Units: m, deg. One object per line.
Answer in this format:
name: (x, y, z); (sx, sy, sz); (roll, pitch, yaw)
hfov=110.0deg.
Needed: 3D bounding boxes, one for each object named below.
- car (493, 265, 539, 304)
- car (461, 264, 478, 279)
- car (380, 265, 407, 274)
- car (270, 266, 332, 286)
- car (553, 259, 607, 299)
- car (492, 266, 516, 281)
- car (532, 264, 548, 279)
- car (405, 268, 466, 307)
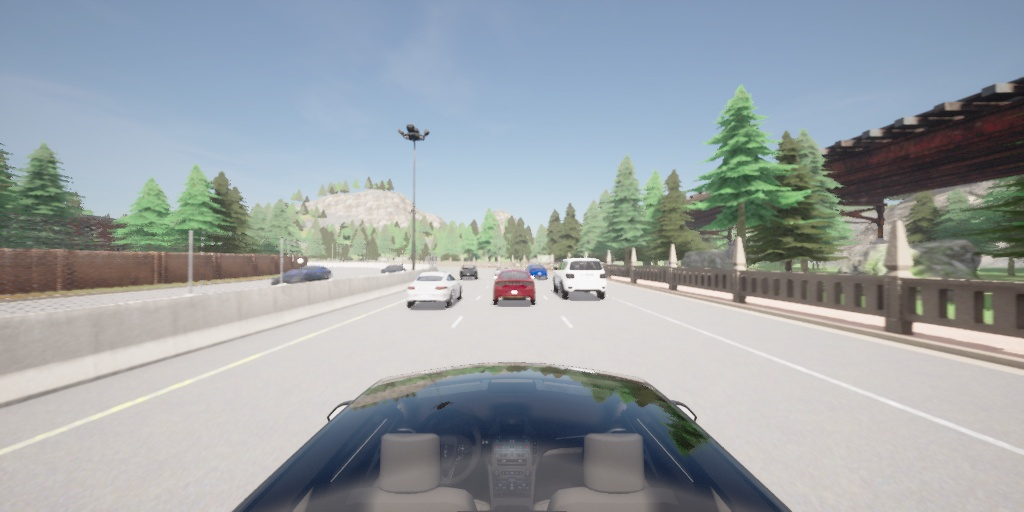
car: (0.102, 1.399, 17.516); (1.882, 1.535, 5.008); (0, -1, 0)
car: (-4.599, 1.632, 37.741); (2.128, 1.511, 4.902); (0, -1, -8)
car: (-11.416, 1.585, 34.719); (1.882, 1.535, 5.008); (0, -1, -7)
car: (-14.202, 1.557, 24.117); (1.994, 1.385, 4.181); (0, -1, -1)
car: (3.594, 1.167, 19.838); (2.150, 2.045, 5.566); (0, -1, 0)
car: (-0.887, 1.728, 36.582); (1.895, 1.301, 4.718); (0, -1, -7)
car: (2.418, 1.620, 37.965); (1.882, 1.535, 5.008); (0, -1, -7)
car: (-3.411, 1.433, 16.254); (1.812, 1.442, 4.674); (0, -1, 0)
